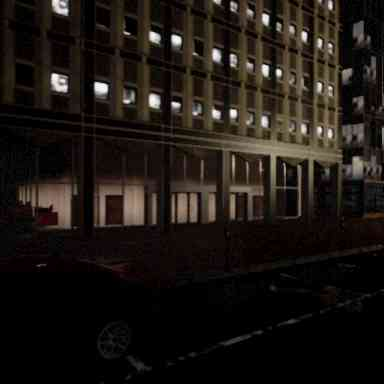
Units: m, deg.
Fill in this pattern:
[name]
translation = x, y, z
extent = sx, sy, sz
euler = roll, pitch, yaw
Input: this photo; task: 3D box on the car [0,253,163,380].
[car]
translation = -2.537, 1.547, 4.291
extent = 4.507, 1.381, 1.887
euler = 1, 0, -36
